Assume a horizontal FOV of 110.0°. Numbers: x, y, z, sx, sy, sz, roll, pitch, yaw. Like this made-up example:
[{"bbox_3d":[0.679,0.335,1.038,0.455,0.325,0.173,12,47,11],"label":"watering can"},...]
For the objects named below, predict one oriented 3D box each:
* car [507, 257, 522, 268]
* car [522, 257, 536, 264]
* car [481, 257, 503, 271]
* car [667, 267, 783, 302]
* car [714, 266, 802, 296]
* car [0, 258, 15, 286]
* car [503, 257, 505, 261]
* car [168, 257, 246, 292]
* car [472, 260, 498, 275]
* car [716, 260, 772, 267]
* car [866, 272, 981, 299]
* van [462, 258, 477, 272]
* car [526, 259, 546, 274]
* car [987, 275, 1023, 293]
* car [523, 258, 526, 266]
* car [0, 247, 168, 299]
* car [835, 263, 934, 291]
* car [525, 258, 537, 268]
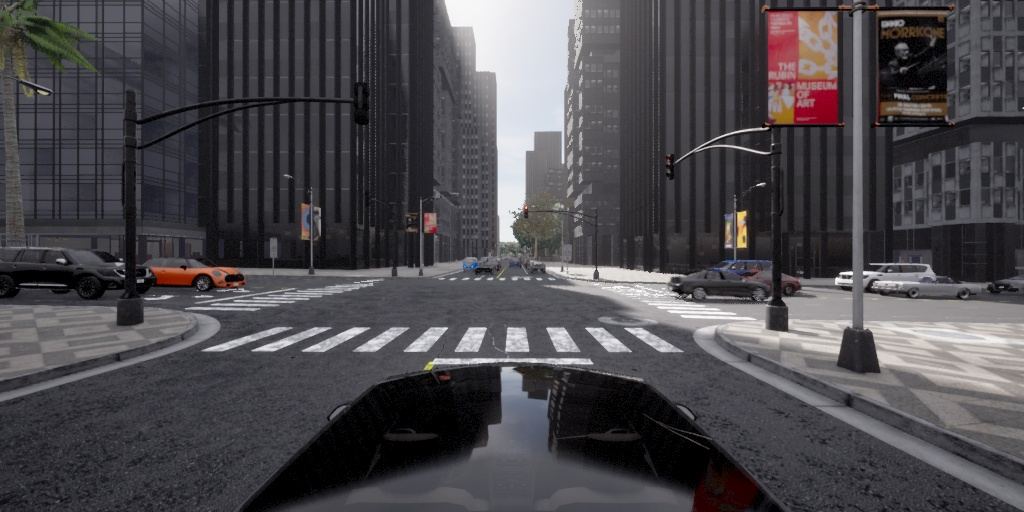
[{"bbox_3d":[0.563,1.120,63.410,2.097,1.767,4.553,0,0,-1],"label":"car"},{"bbox_3d":[3.167,1.077,58.300,2.192,1.841,5.009,0,0,1],"label":"car"},{"bbox_3d":[-2.776,1.111,49.262,2.097,1.767,4.553,0,0,1],"label":"car"},{"bbox_3d":[10.501,1.470,18.261,4.892,1.490,1.837,1,0,0],"label":"car"},{"bbox_3d":[14.849,1.579,21.689,4.674,1.442,1.812,1,0,0],"label":"car"},{"bbox_3d":[-29.115,0.785,18.418,4.674,1.442,1.812,1,0,1],"label":"car"},{"bbox_3d":[-2.666,1.268,59.511,1.837,1.490,4.892,0,0,1],"label":"car"},{"bbox_3d":[-16.403,0.835,18.401,4.553,1.767,2.097,1,0,-1],"label":"car"},{"bbox_3d":[-2.886,1.357,38.979,1.895,1.301,4.718,0,0,1],"label":"car"},{"bbox_3d":[15.536,1.293,24.931,5.566,2.045,2.150,1,0,0],"label":"car"},{"bbox_3d":[24.830,1.841,21.645,4.718,1.301,1.895,1,0,0],"label":"car"},{"bbox_3d":[-5.470,1.100,47.360,1.690,1.789,3.998,0,0,1],"label":"van"},{"bbox_3d":[2.998,1.307,41.762,2.007,1.370,4.403,0,0,1],"label":"car"},{"bbox_3d":[35.934,2.021,24.836,4.181,1.385,1.994,1,0,0],"label":"car"},{"bbox_3d":[3.111,1.311,52.788,2.007,1.370,4.403,0,0,1],"label":"car"},{"bbox_3d":[-18.490,0.661,15.104,5.566,2.045,2.150,1,0,-2],"label":"car"},{"bbox_3d":[25.893,1.487,24.890,5.566,2.045,2.150,1,0,0],"label":"car"},{"bbox_3d":[3.056,1.284,47.445,1.751,1.417,4.829,0,0,1],"label":"car"}]
